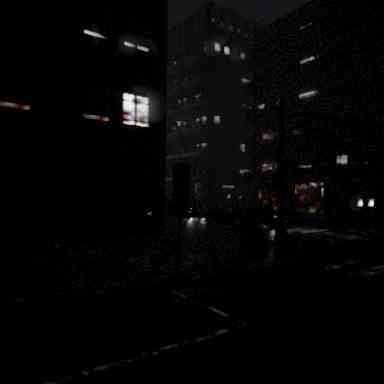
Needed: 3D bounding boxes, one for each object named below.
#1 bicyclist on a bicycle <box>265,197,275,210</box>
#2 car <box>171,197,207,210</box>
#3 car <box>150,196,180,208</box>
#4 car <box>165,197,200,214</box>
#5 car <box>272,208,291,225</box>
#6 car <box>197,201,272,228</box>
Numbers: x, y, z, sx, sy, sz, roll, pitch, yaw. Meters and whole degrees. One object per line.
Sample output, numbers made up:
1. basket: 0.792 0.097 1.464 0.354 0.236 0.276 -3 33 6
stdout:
1. bicyclist on a bicycle: 7.871 1.311 33.637 1.656 1.620 0.582 1 0 -36
2. car: -0.417 1.384 40.022 2.008 1.369 4.403 2 0 -36
3. car: -3.694 1.307 44.523 2.008 1.369 4.403 2 0 -36
4. car: -0.859 1.365 30.779 1.837 1.490 4.892 1 0 -36
5. car: 4.640 1.517 23.258 1.812 1.442 4.674 1 0 -37
6. car: 2.623 1.511 21.613 2.008 1.369 4.403 2 0 -36
